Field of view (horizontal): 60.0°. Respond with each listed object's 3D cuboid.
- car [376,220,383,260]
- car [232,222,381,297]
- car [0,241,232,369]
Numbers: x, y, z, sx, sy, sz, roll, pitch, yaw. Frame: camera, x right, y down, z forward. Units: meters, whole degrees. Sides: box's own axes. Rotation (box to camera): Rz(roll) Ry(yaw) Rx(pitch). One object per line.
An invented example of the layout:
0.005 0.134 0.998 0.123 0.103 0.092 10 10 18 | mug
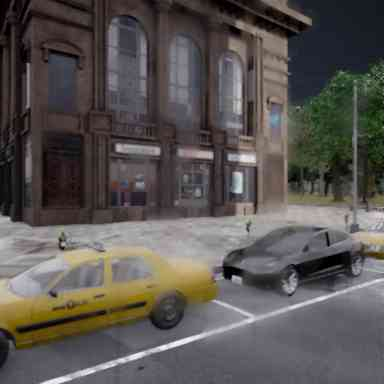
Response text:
7.068 1.550 11.690 4.829 1.417 1.752 0 0 -35 | car
2.779 1.580 8.631 4.313 1.339 1.947 0 0 -35 | car
-1.786 1.528 5.376 4.829 1.417 1.752 0 0 -35 | car
